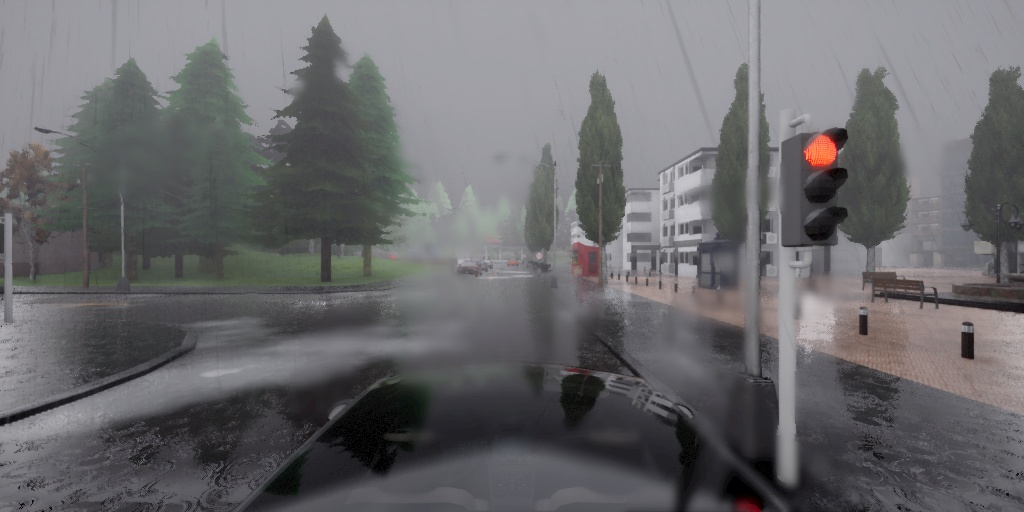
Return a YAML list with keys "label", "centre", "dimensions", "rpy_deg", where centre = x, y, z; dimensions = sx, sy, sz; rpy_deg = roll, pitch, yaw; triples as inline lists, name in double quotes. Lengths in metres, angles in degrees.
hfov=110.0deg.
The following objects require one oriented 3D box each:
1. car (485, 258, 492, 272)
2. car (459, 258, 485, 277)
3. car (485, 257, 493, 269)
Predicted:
- label: "car"
  centre: [-4.060, 1.314, 45.626]
  dimensions: [1.994, 1.385, 4.181]
  rpy_deg: [0, 0, 0]
- label: "car"
  centre: [-4.078, 1.228, 35.706]
  dimensions: [1.882, 1.535, 5.008]
  rpy_deg: [0, 0, 0]
- label: "car"
  centre: [-4.012, 1.276, 55.753]
  dimensions: [1.812, 1.442, 4.674]
  rpy_deg: [0, 0, 0]
